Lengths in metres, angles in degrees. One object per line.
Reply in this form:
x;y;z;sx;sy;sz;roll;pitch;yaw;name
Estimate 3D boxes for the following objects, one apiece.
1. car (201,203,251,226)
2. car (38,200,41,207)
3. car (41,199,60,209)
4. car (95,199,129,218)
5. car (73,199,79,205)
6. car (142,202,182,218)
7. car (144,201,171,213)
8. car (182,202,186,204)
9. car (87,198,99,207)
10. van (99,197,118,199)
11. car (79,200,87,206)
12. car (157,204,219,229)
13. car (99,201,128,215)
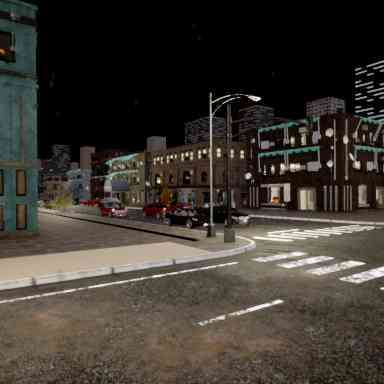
2.334;1.737;24.735;1.812;1.442;4.674;-1;0;-34;car
-30.681;2.375;66.803;2.008;1.369;4.403;-1;0;-35;car
-24.183;2.232;57.631;1.752;1.417;4.829;-1;0;-35;car
-8.285;1.846;35.187;1.967;1.590;4.097;-1;0;-35;car
-27.044;2.363;76.166;1.947;1.339;4.313;-1;0;-35;car
-3.311;1.850;32.687;1.812;1.442;4.674;-1;0;-35;car
-4.644;1.966;44.549;1.802;1.307;4.206;-1;0;-35;car
-1.445;1.903;40.034;1.802;1.307;4.206;-2;0;-35;car
-17.450;1.939;62.615;2.192;1.841;5.009;-1;0;-35;car
-14.250;1.906;58.099;1.690;1.788;3.998;-1;0;-35;van
-20.644;2.227;67.132;1.887;1.381;4.507;-1;0;-35;car
-0.360;1.814;23.794;1.947;1.339;4.313;-1;0;-35;car
-9.975;1.959;42.093;1.837;1.490;4.892;-1;0;-35;car
